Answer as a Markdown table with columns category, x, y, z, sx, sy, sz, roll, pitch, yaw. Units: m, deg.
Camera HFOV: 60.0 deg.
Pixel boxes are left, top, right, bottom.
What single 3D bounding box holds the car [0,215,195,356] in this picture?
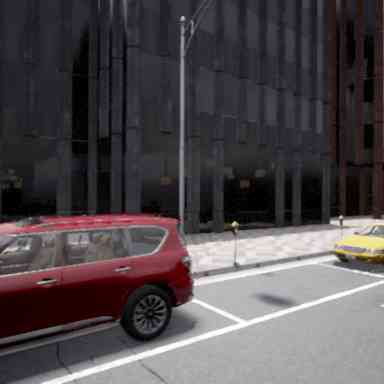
| category | x | y | z | sx | sy | sz | roll | pitch | yaw |
| --- | --- | --- | --- | --- | --- | --- | --- | --- | --- |
| car | -2.267 | 1.325 | 5.033 | 5.009 | 1.841 | 2.192 | 1 | 0 | -36 |

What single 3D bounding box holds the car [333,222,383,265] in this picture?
| category | x | y | z | sx | sy | sz | roll | pitch | yaw |
| --- | --- | --- | --- | --- | --- | --- | --- | --- | --- |
| car | 6.769 | 1.644 | 11.479 | 4.829 | 1.417 | 1.752 | 1 | 0 | -36 |
